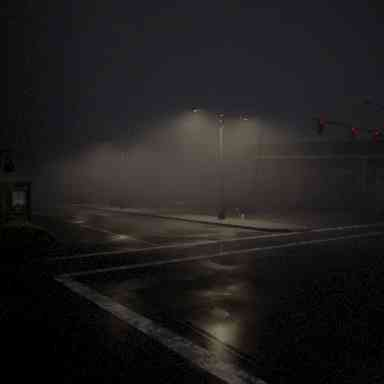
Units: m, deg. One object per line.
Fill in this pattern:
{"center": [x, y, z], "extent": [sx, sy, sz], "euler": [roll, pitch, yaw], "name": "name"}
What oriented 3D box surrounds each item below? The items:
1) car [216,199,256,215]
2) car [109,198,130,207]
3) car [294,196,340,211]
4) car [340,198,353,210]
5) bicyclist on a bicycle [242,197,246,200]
{"center": [4.504, 1.477, 34.800], "extent": [1.882, 1.535, 5.008], "euler": [0, 0, -34], "name": "car"}
{"center": [-11.077, 1.564, 50.732], "extent": [1.994, 1.385, 4.181], "euler": [0, 0, -35], "name": "car"}
{"center": [13.908, 1.295, 38.118], "extent": [2.242, 1.667, 4.611], "euler": [0, 0, -35], "name": "car"}
{"center": [18.173, 1.456, 42.041], "extent": [1.970, 1.475, 3.806], "euler": [0, 0, -35], "name": "car"}
{"center": [6.331, 1.430, 39.760], "extent": [1.656, 1.620, 0.582], "euler": [-6, -7, -37], "name": "bicyclist on a bicycle"}
